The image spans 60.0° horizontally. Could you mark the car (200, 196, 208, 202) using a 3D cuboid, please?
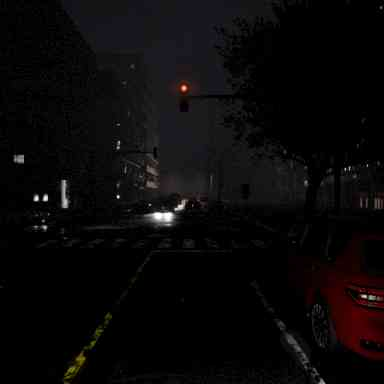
[{"bbox_3d":[2.714,1.584,77.209,1.752,1.417,4.829,0,0,0],"label":"car"}]

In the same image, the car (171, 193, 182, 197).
[{"bbox_3d":[-3.048,1.257,60.142,2.150,2.045,5.566,0,0,0],"label":"car"}]

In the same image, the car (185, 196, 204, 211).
[{"bbox_3d":[0.100,1.579,41.913,1.994,1.385,4.181,0,0,0],"label":"car"}]

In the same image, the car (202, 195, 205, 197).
[{"bbox_3d":[2.706,1.548,49.545,1.752,1.417,4.829,0,0,0],"label":"car"}]

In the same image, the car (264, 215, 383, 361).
[{"bbox_3d":[2.695,1.315,5.922,2.192,1.841,5.009,0,0,0],"label":"car"}]

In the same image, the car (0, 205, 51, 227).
[{"bbox_3d":[-11.551,1.476,21.153,4.718,1.301,1.895,1,0,5],"label":"car"}]

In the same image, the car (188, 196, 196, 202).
[{"bbox_3d":[0.026,1.657,79.390,1.895,1.301,4.718,0,0,0],"label":"car"}]

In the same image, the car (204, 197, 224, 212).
[{"bbox_3d":[2.703,1.557,38.310,1.887,1.381,4.507,0,0,0],"label":"car"}]

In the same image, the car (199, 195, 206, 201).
[{"bbox_3d":[2.718,1.621,88.104,1.887,1.381,4.507,0,0,0],"label":"car"}]

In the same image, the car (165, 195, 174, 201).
[{"bbox_3d":[-5.664,1.507,82.574,1.967,1.590,4.097,0,0,0],"label":"car"}]

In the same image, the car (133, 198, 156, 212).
[{"bbox_3d":[-5.677,1.563,38.312,2.008,1.369,4.403,0,0,0],"label":"car"}]

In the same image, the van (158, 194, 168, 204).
[{"bbox_3d":[-5.669,1.384,65.977,1.690,1.788,3.998,0,0,0],"label":"van"}]

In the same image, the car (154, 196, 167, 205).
[{"bbox_3d":[-5.670,1.476,60.444,1.967,1.590,4.097,0,0,0],"label":"car"}]

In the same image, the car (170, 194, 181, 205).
[{"bbox_3d":[-3.071,1.500,49.430,1.882,1.535,5.008,0,0,0],"label":"car"}]

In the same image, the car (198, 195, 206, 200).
[{"bbox_3d":[2.719,1.638,93.637,2.008,1.369,4.403,0,0,0],"label":"car"}]

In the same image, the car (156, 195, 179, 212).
[{"bbox_3d":[-3.081,1.505,39.209,2.128,1.511,4.902,0,0,2],"label":"car"}]

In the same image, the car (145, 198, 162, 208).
[{"bbox_3d":[-5.674,1.573,49.378,2.008,1.369,4.403,0,0,0],"label":"car"}]
